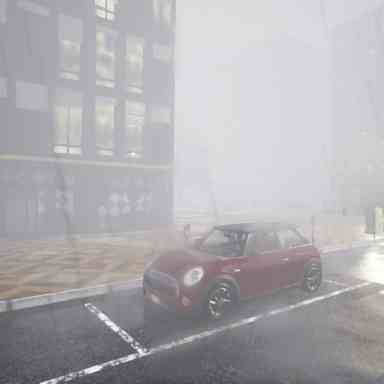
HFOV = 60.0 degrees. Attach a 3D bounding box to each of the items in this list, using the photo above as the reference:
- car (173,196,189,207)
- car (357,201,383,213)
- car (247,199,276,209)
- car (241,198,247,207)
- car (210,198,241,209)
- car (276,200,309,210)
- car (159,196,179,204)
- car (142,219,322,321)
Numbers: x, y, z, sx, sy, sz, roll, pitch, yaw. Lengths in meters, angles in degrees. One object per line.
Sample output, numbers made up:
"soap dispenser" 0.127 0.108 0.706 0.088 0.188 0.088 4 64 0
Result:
"car" -2.238 1.733 55.910 1.887 1.381 4.507 1 -1 -35
"car" 21.011 1.730 37.637 1.947 1.339 4.313 1 -1 -35
"car" 11.164 1.799 51.509 1.887 1.381 4.507 1 -1 -35
"car" 7.881 1.725 56.133 1.967 1.590 4.097 1 -1 -35
"car" 4.327 1.677 46.662 2.008 1.369 4.403 1 -1 -35
"car" 14.445 1.806 46.884 1.802 1.307 4.206 1 -1 -35
"car" -5.249 1.724 74.631 2.192 1.841 5.009 1 -1 -35
"car" 0.960 1.442 7.241 4.097 1.590 1.967 0 1 -36
